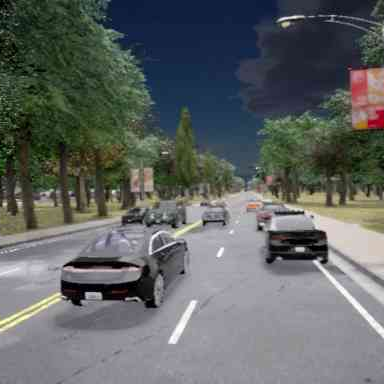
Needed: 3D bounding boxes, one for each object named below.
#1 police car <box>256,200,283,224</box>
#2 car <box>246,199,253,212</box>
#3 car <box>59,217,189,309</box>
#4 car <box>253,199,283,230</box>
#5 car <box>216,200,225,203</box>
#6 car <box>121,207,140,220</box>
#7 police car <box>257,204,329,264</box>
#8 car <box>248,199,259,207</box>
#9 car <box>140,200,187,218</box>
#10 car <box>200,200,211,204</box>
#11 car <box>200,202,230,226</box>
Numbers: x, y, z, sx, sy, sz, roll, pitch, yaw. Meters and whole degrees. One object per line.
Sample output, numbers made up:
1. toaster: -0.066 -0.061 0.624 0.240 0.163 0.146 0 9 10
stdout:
1. police car: 6.381 1.604 27.918 1.930 1.638 5.238 -2 -1 10
2. car: 8.518 1.707 45.414 2.097 1.767 4.553 -2 -1 10
3. car: -1.320 1.646 8.283 2.128 1.511 4.902 -2 -1 10
4. car: 5.297 1.480 21.874 2.097 1.767 4.553 -2 -1 10
5. car: 5.625 2.268 66.133 1.812 1.442 4.674 -2 -1 10
6. car: -4.484 2.012 28.608 1.882 1.535 5.008 -2 -1 10
7. police car: 3.563 1.477 12.167 1.930 1.638 5.238 -2 -1 10
8. car: 11.887 2.118 64.195 1.895 1.301 4.718 -2 -1 10
9. car: -1.813 1.622 25.149 2.150 2.045 5.566 -2 -1 10
10. car: 2.849 2.406 69.025 2.033 1.411 5.357 -2 -1 10
11. car: 1.933 1.847 26.425 2.033 1.411 5.357 -2 -1 10
